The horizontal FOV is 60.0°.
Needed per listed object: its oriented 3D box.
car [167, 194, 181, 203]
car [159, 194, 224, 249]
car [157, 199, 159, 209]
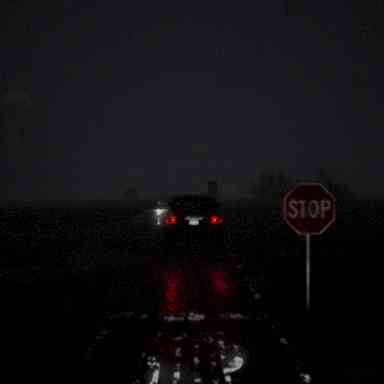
[{"bbox_3d":[-2.900,1.058,55.474,2.033,1.411,5.357,0,0,0],"label":"car"},{"bbox_3d":[0.068,1.093,13.889,2.150,2.045,5.566,0,1,0],"label":"car"},{"bbox_3d":[-2.905,1.159,38.614,1.837,1.490,4.892,0,0,0],"label":"car"}]
